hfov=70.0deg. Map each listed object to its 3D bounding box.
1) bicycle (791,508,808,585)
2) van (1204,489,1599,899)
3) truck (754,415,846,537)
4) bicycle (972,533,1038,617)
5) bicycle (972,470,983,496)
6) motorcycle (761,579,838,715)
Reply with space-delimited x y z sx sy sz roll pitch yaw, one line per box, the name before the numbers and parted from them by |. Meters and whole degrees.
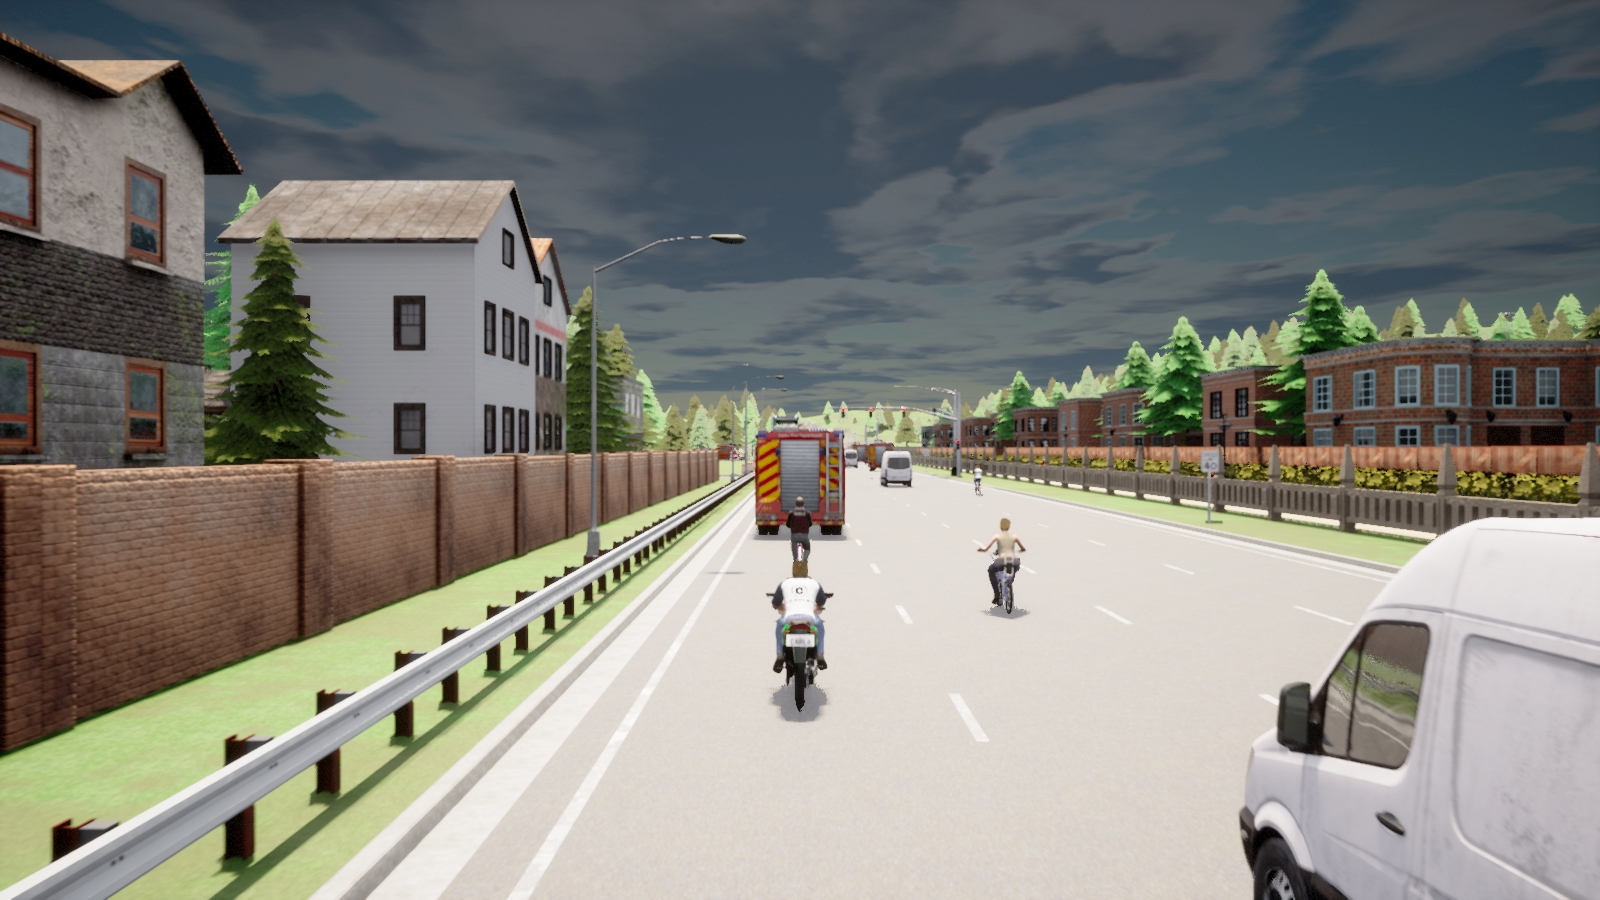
bicycle | -0.010 2.012 24.271 0.329 1.471 1.835 0 0 0
van | 3.496 1.524 4.113 1.988 2.561 5.915 0 0 0
truck | -0.010 0.813 40.108 2.891 3.827 8.468 0 0 0
bicycle | 3.498 2.118 19.604 0.859 1.277 1.487 0 0 0
bicycle | 10.492 1.927 67.523 0.373 1.496 1.643 0 0 0
motorcycle | -0.002 2.158 12.868 0.803 1.199 2.033 0 0 0
